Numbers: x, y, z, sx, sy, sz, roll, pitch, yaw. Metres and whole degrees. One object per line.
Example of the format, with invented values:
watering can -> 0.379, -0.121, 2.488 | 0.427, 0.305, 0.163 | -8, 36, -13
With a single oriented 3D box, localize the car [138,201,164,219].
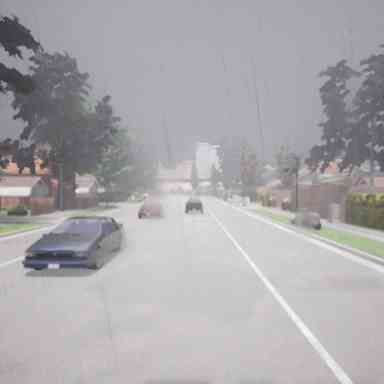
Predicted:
car -> -3.426, 1.476, 28.438 | 1.812, 1.442, 4.674 | 0, 0, 0

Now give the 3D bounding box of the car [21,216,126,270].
car -> -3.548, 1.524, 11.211 | 2.033, 1.411, 5.357 | 0, 0, 0

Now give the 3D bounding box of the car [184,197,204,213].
car -> 0.244, 1.451, 35.518 | 1.837, 1.490, 4.892 | 0, 0, 1

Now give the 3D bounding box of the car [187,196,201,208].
car -> 0.281, 1.389, 47.736 | 1.882, 1.535, 5.008 | 0, 1, 1
